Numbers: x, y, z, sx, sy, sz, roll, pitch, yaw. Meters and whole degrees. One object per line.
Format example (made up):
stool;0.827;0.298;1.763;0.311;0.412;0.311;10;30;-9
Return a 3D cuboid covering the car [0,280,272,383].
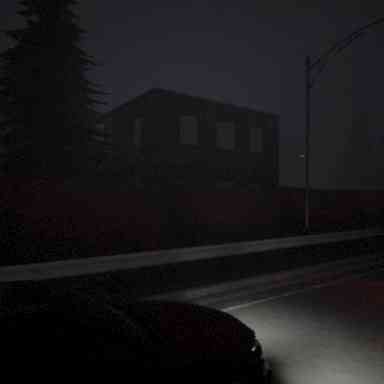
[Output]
car;-1.381;1.531;2.767;4.674;1.442;1.812;1;-1;-35
